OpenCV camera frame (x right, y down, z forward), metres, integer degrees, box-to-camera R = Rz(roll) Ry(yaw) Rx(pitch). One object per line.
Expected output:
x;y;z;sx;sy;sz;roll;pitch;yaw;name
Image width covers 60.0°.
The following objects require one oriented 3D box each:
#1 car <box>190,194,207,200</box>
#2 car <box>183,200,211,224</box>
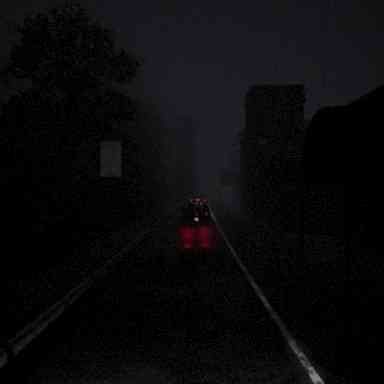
0.777;1.035;41.292;2.097;1.767;4.553;0;1;2;car
0.342;1.500;24.213;1.895;1.301;4.718;0;1;1;car
